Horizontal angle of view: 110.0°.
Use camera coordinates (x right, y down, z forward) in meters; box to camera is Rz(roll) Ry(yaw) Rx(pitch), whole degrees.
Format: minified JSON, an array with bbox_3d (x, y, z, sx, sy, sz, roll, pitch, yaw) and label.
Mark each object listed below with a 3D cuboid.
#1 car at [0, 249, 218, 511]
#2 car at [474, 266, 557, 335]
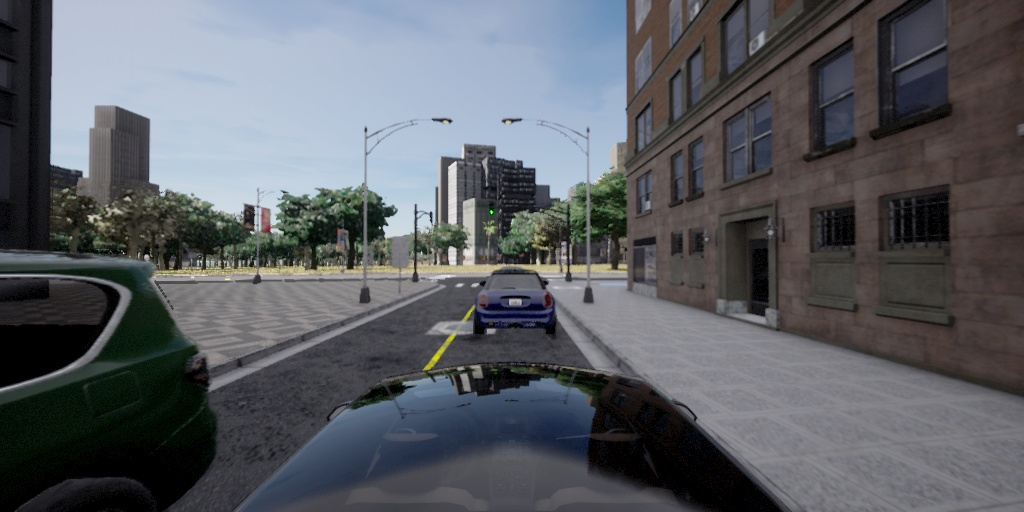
[{"bbox_3d":[-3.090,0.961,0.122,2.150,2.045,5.566,0,0,0],"label":"car"},{"bbox_3d":[0.069,1.166,10.886,2.097,1.767,4.553,0,0,0],"label":"car"}]
